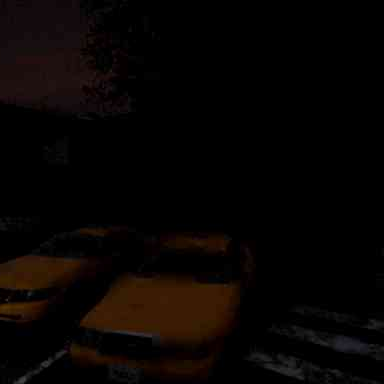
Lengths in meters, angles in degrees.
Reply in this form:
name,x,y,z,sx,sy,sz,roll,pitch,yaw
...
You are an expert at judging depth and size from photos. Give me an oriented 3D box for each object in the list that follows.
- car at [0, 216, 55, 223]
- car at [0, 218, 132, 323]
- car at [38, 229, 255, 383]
name,x,y,z,sx,sy,sz,roll,pitch,yaw
car,-4.770,1.486,9.506,2.231,1.521,4.892,1,-1,16
car,-2.382,1.479,7.576,1.946,1.575,5.366,1,-1,16
car,0.061,1.479,5.832,1.946,1.575,5.366,1,-1,16
